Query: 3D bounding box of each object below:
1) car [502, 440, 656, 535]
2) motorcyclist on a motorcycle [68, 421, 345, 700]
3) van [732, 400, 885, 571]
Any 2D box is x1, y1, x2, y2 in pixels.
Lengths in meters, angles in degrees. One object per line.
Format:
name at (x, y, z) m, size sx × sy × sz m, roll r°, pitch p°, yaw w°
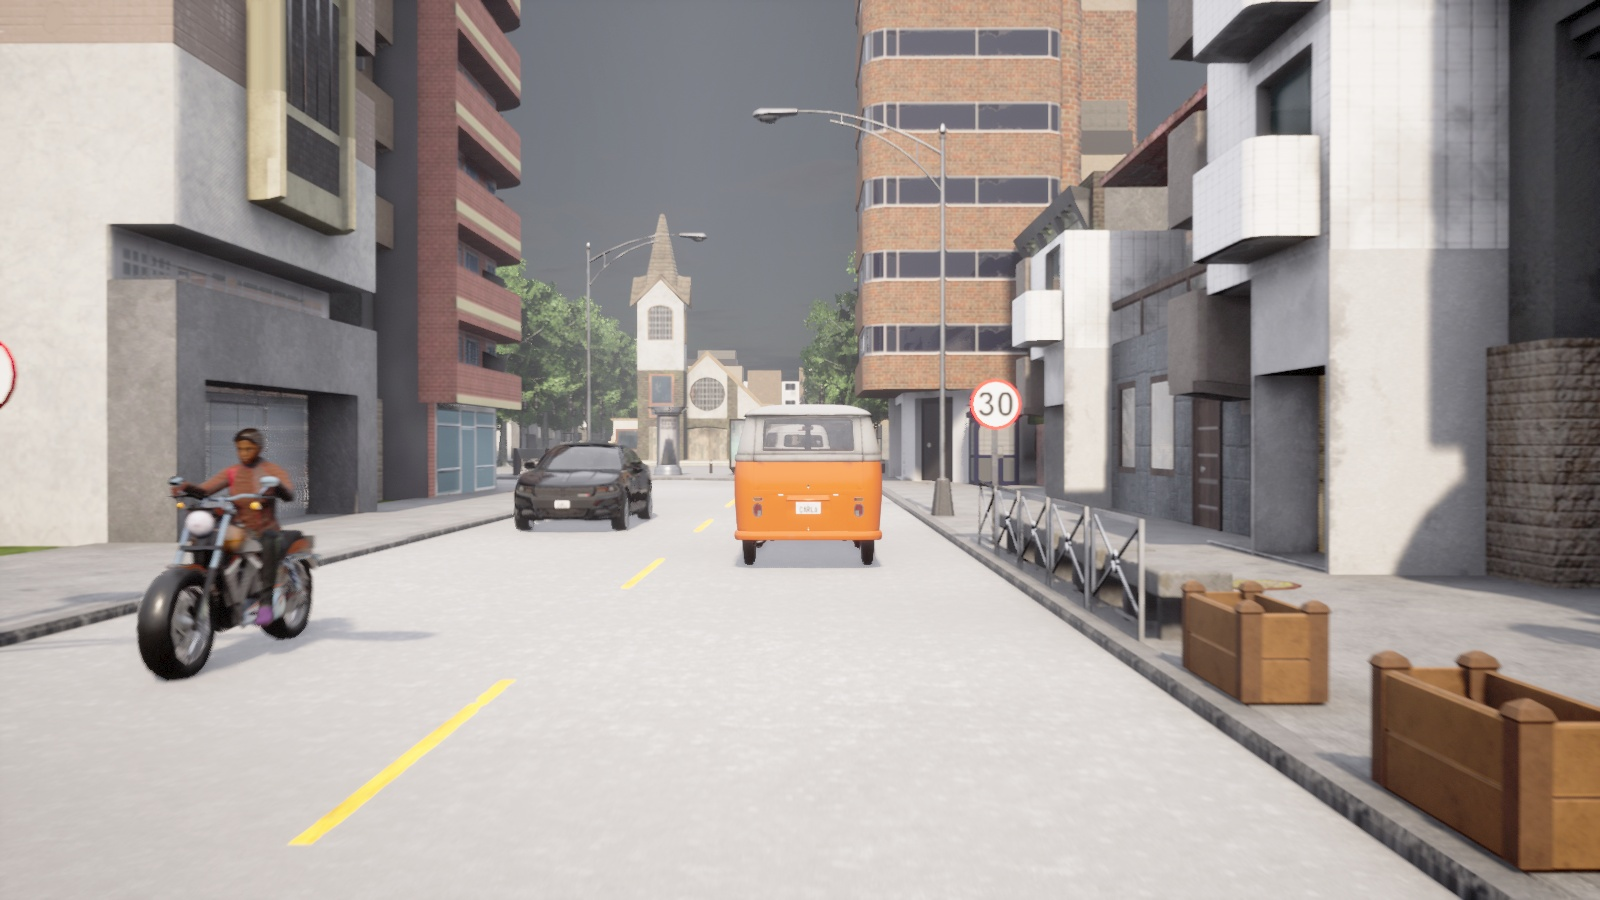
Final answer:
car at (-3.856, 0.593, 22.785) m, size 1.882 × 1.535 × 5.008 m, roll 0°, pitch 0°, yaw 0°
motorcyclist on a motorcycle at (-3.936, 0.645, 8.604) m, size 0.766 × 1.649 × 2.350 m, roll 0°, pitch 0°, yaw 0°
van at (0.109, 0.405, 16.809) m, size 1.775 × 1.987 × 4.442 m, roll 0°, pitch 0°, yaw 0°
